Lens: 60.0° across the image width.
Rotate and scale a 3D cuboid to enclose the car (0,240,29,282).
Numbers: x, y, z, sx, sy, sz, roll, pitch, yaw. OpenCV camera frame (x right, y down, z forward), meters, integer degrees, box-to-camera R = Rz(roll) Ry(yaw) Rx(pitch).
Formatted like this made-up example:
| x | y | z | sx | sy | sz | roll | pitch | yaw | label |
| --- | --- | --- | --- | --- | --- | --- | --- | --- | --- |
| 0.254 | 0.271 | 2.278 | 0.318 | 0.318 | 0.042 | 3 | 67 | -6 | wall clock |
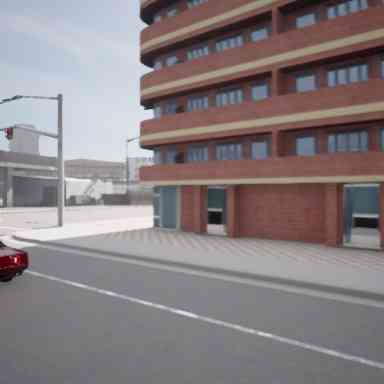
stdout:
| x | y | z | sx | sy | sz | roll | pitch | yaw | label |
| --- | --- | --- | --- | --- | --- | --- | --- | --- | --- |
| -6.226 | 1.598 | 8.457 | 4.718 | 1.301 | 1.895 | 0 | 0 | 36 | car |
